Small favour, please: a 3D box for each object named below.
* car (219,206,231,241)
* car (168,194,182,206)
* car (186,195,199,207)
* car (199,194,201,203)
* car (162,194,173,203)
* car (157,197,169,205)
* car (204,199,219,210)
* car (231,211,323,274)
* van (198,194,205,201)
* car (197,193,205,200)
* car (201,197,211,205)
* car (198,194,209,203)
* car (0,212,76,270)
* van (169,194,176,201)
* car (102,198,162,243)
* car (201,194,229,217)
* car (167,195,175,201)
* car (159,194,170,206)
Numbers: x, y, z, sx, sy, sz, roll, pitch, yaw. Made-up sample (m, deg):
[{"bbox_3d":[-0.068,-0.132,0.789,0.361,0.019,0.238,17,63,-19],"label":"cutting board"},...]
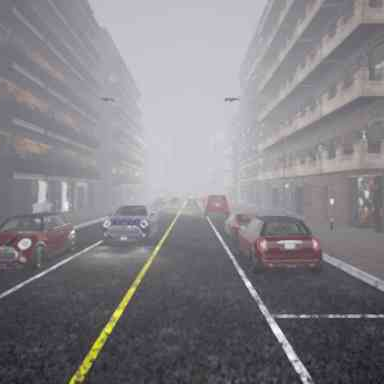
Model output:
[{"bbox_3d":[2.558,1.588,16.298,1.802,1.307,4.206,-1,0,0],"label":"car"},{"bbox_3d":[-2.806,1.529,56.382,1.837,1.490,4.892,0,0,0],"label":"car"},{"bbox_3d":[0.005,1.568,50.498,2.033,1.411,5.357,0,0,0],"label":"car"},{"bbox_3d":[2.557,1.336,50.284,2.192,1.841,5.009,-1,0,0],"label":"car"},{"bbox_3d":[-5.321,1.349,73.006,2.192,1.841,5.009,-1,0,0],"label":"car"},{"bbox_3d":[-5.319,1.572,61.704,1.887,1.381,4.507,-1,0,0],"label":"car"},{"bbox_3d":[2.560,1.600,44.619,1.802,1.307,4.206,-1,0,0],"label":"car"},{"bbox_3d":[2.560,1.444,10.634,1.967,1.590,4.097,-1,0,0],"label":"car"},{"bbox_3d":[2.561,1.386,89.934,1.690,1.788,3.998,-1,0,0],"label":"van"},{"bbox_3d":[2.562,1.364,95.599,2.192,1.841,5.009,-1,0,0],"label":"car"},{"bbox_3d":[2.562,1.609,61.613,1.802,1.307,4.206,-1,0,0],"label":"car"},{"bbox_3d":[2.559,1.349,72.941,2.192,1.841,5.009,-1,0,0],"label":"car"},{"bbox_3d":[-5.325,1.444,10.843,1.967,1.590,4.097,-1,0,0],"label":"car"},{"bbox_3d":[-5.319,1.386,89.961,1.690,1.788,3.998,-1,0,0],"label":"van"},{"bbox_3d":[-2.847,1.357,16.120,2.097,1.767,4.553,0,0,0],"label":"car"},{"bbox_3d":[2.272,1.240,31.979,2.150,2.045,5.566,0,0,0],"label":"car"},{"bbox_3d":[-5.317,1.567,84.139,1.752,1.417,4.829,-1,0,0],"label":"car"},{"bbox_3d":[-5.319,1.568,56.052,1.887,1.381,4.507,-1,0,0],"label":"car"}]
